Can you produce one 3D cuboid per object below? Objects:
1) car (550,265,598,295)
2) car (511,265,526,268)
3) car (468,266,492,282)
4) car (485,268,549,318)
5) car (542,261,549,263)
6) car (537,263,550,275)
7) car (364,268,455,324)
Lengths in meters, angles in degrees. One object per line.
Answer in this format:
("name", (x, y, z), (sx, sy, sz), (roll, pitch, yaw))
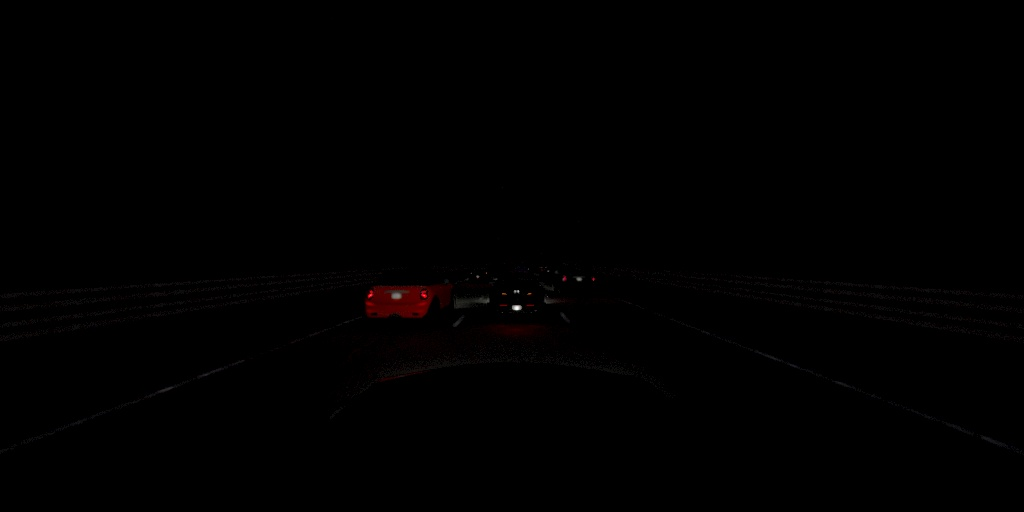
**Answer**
("car", (3.715, 1.320, 21.701), (2.097, 1.767, 4.553), (0, -1, 1))
("car", (0.637, 1.600, 33.928), (1.882, 1.535, 5.008), (0, -1, 2))
("car", (-2.882, 1.635, 33.400), (1.812, 1.442, 4.674), (0, -1, 2))
("car", (0.182, 1.377, 13.637), (1.837, 1.490, 4.892), (0, 0, 1))
("car", (5.101, 1.961, 57.589), (1.837, 1.490, 4.892), (0, -1, 3))
("car", (4.480, 1.855, 45.288), (1.994, 1.385, 4.181), (0, -1, 3))
("car", (-3.328, 1.206, 12.515), (2.097, 1.767, 4.553), (0, -1, 1))
